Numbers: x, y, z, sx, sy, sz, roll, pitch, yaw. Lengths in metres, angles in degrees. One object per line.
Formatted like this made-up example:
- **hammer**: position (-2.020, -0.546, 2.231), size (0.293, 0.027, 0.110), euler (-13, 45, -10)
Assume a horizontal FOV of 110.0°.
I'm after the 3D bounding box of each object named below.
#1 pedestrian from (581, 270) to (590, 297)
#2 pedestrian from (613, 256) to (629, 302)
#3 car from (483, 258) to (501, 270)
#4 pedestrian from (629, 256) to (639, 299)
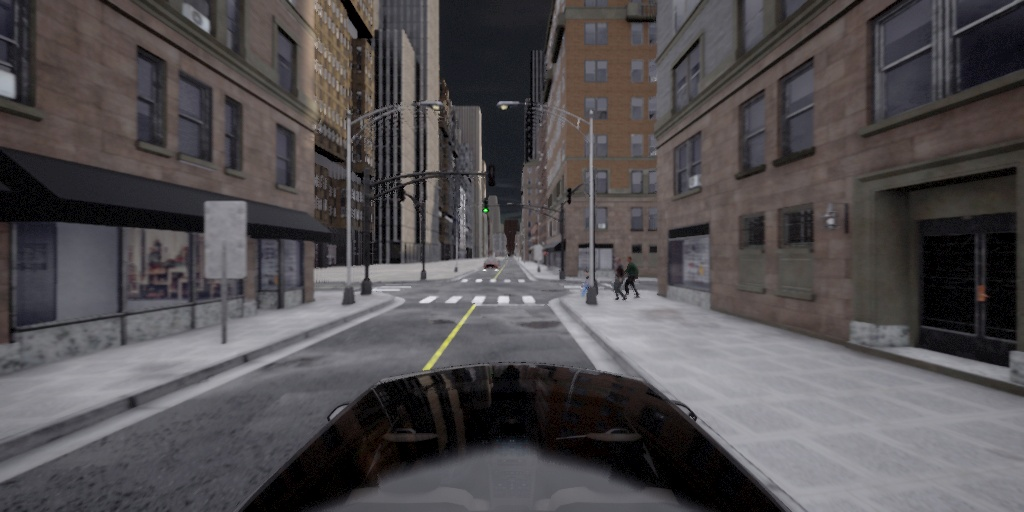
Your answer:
- **pedestrian**: position (3.365, 1.158, 15.706), size (0.375, 1.300, 0.375), euler (0, 0, 0)
- **pedestrian**: position (4.380, 0.879, 14.507), size (0.375, 1.860, 0.375), euler (0, 0, 0)
- **car**: position (-3.074, 1.059, 53.046), size (2.097, 1.767, 4.553), euler (0, 0, 0)
- **pedestrian**: position (4.978, 0.875, 15.107), size (0.375, 1.860, 0.375), euler (0, 0, 0)
